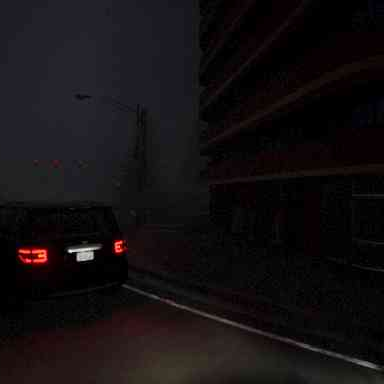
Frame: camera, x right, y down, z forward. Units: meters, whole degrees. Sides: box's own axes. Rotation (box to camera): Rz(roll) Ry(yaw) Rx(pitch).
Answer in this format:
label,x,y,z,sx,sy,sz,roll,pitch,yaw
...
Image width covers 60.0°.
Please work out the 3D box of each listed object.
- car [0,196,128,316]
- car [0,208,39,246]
label,x,y,z,sx,sy,sz,roll,pitch,yaw
car,-3.583,1.221,7.907,2.150,2.045,5.566,0,0,-40
car,-8.449,1.562,15.879,1.994,1.385,4.181,0,0,-26
